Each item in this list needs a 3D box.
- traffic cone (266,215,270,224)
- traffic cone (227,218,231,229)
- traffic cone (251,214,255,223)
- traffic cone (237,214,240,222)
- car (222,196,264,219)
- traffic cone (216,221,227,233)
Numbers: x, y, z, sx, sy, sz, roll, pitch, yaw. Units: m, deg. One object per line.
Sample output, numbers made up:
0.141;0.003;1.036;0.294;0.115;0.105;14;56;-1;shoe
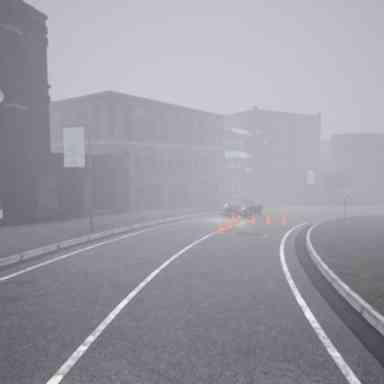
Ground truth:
5.160;1.870;22.450;0.340;0.580;0.340;2;1;17;traffic cone
2.061;1.819;19.235;0.340;0.580;0.340;2;1;18;traffic cone
4.206;1.832;22.745;0.340;0.580;0.340;2;1;17;traffic cone
2.661;1.808;21.142;0.340;0.580;0.340;2;1;17;traffic cone
4.295;1.142;27.437;2.097;1.767;4.553;3;2;32;car
1.462;1.829;17.327;0.340;0.580;0.340;2;1;17;traffic cone
